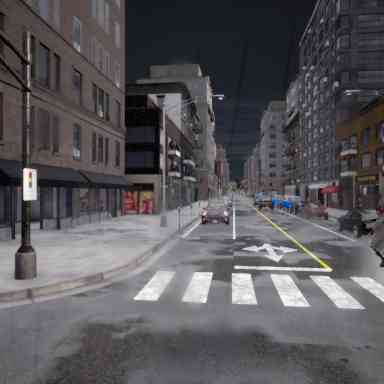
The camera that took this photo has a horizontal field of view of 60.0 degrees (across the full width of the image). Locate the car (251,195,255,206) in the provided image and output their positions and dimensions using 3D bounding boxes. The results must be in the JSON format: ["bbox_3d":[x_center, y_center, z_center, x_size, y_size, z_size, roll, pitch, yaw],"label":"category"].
[{"bbox_3d":[11.131,1.635,55.101,1.895,1.301,4.718,0,0,7],"label":"car"}]

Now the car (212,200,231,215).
[{"bbox_3d":[3.146,1.584,34.879,1.802,1.307,4.206,0,0,7],"label":"car"}]

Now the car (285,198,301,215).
[{"bbox_3d":[11.108,1.582,33.874,1.947,1.339,4.313,0,0,7],"label":"car"}]

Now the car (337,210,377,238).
[{"bbox_3d":[9.037,1.577,17.471,1.947,1.339,4.313,0,0,7],"label":"car"}]

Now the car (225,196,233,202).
[{"bbox_3d":[8.670,1.639,78.618,1.802,1.307,4.206,0,0,7],"label":"car"}]

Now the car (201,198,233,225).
[{"bbox_3d":[1.766,1.438,23.944,1.967,1.590,4.097,0,0,7],"label":"car"}]

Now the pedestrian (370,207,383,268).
[{"bbox_3d":[5.646,1.299,9.872,0.375,1.860,0.375,0,0,7],"label":"pedestrian"}]

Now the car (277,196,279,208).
[{"bbox_3d":[12.489,1.577,44.808,2.008,1.369,4.403,0,0,7],"label":"car"}]

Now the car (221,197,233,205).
[{"bbox_3d":[6.598,1.584,62.216,2.008,1.369,4.403,0,0,7],"label":"car"}]

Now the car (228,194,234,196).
[{"bbox_3d":[5.217,1.458,51.281,1.967,1.590,4.097,0,0,7],"label":"car"}]

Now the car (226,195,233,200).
[{"bbox_3d":[10.741,1.644,95.021,1.947,1.339,4.313,0,0,7],"label":"car"}]

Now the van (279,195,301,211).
[{"bbox_3d":[11.799,1.362,39.341,1.690,1.788,3.998,0,0,7],"label":"van"}]

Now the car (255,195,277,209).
[{"bbox_3d":[9.872,1.526,44.734,1.837,1.490,4.892,0,0,8],"label":"car"}]

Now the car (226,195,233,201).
[{"bbox_3d":[10.051,1.616,89.554,1.887,1.381,4.507,0,0,7],"label":"car"}]

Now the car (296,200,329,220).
[{"bbox_3d":[10.418,1.595,28.407,1.802,1.307,4.206,0,0,7],"label":"car"}]

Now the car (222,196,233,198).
[{"bbox_3d":[3.837,1.557,40.346,2.008,1.369,4.403,0,0,7],"label":"car"}]
